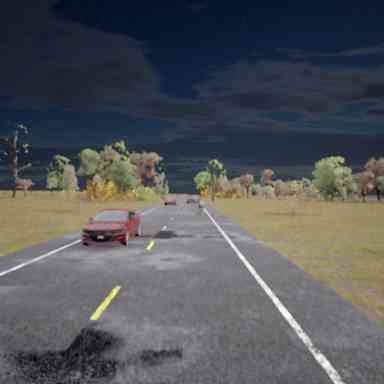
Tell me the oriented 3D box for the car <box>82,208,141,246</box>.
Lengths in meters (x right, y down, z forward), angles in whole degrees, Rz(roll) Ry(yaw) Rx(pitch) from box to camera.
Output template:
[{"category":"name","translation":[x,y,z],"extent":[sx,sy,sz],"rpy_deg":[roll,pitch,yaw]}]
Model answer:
[{"category":"car","translation":[-3.612,1.512,15.633],"extent":[1.882,1.535,5.008],"rpy_deg":[0,0,0]}]

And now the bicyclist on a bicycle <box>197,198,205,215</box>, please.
[{"category":"bicyclist on a bicycle","translation":[0.946,1.509,34.042],"extent":[0.866,1.612,1.509],"rpy_deg":[0,0,0]}]

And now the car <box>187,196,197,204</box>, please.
[{"category":"car","translation":[-0.032,1.669,69.355],"extent":[1.812,1.442,4.674],"rpy_deg":[0,0,0]}]

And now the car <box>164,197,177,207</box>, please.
[{"category":"car","translation":[-3.600,1.594,55.648],"extent":[1.882,1.535,5.008],"rpy_deg":[0,0,0]}]

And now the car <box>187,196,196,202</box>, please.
[{"category":"car","translation":[-0.057,1.696,78.647],"extent":[2.033,1.411,5.357],"rpy_deg":[0,0,0]}]

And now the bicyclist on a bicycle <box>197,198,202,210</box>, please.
[{"category":"bicyclist on a bicycle","translation":[0.931,1.544,43.242],"extent":[0.582,1.620,1.656],"rpy_deg":[0,0,0]}]
